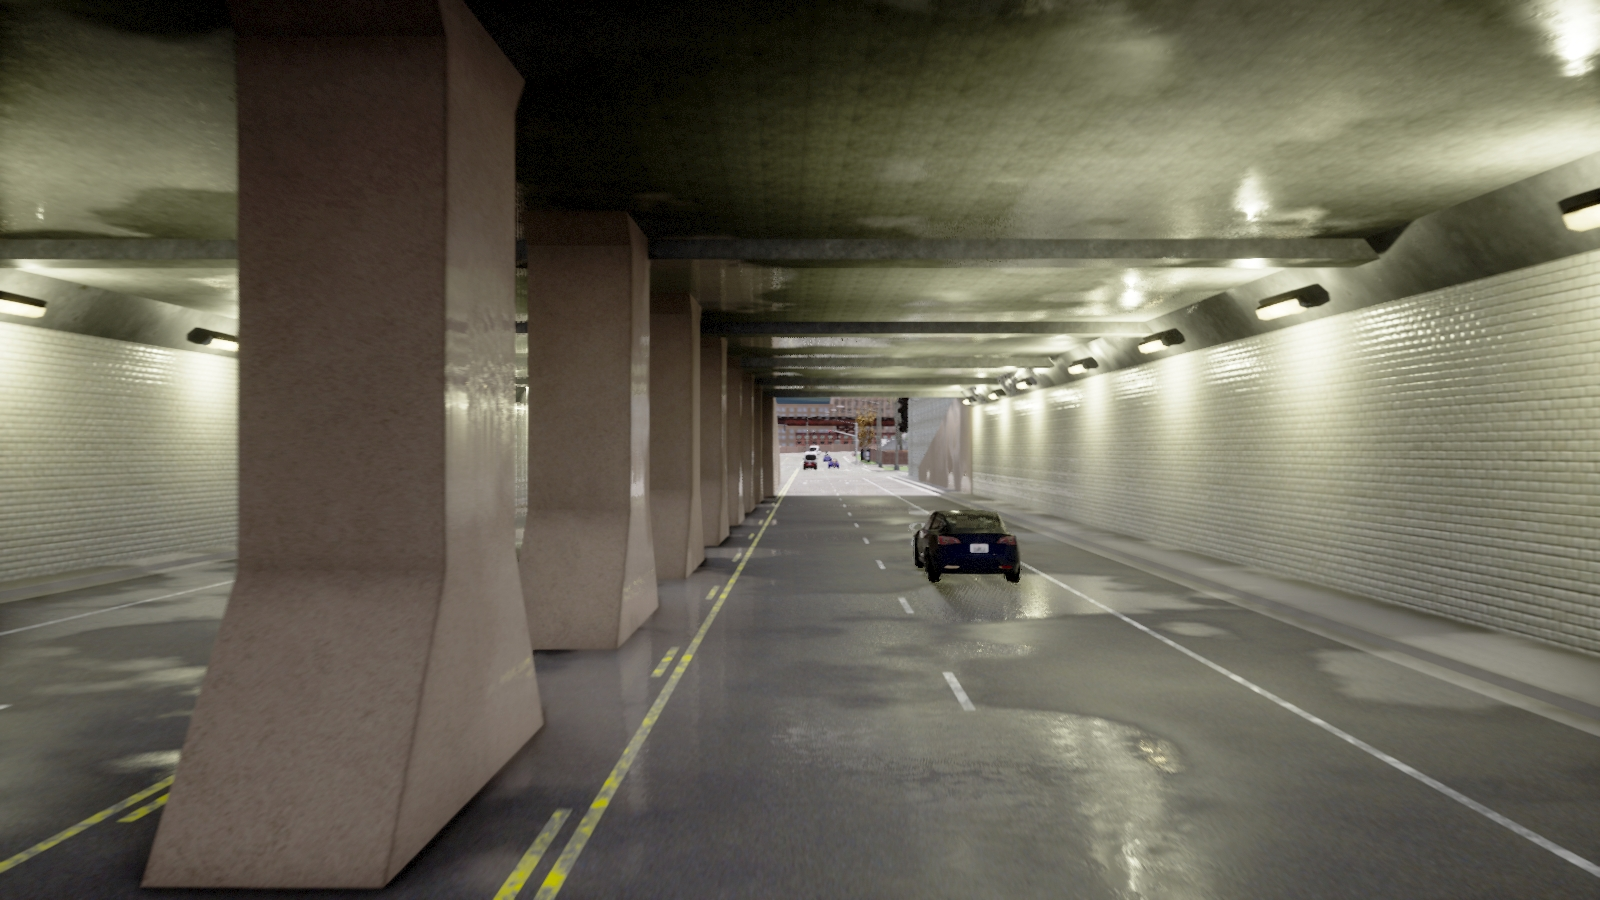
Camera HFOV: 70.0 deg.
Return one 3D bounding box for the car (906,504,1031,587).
[{"bbox_3d":[3.669,2.063,25.747,2.163,1.488,4.792,0,0,1],"label":"car"}]
